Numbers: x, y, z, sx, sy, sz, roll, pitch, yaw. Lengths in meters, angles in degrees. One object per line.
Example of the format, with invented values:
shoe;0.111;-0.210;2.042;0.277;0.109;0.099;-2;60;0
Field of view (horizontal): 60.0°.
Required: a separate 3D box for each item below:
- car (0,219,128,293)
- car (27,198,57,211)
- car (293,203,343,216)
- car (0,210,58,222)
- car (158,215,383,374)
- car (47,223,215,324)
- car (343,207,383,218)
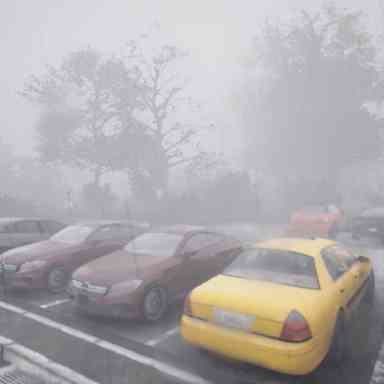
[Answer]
car;-2.733;1.526;9.058;2.002;1.452;4.674;0;0;36
car;-16.396;1.704;34.661;2.185;1.767;4.553;0;0;36
car;6.861;1.339;17.609;2.185;1.767;4.553;-1;0;36
car;-5.011;1.536;10.731;2.163;1.488;4.792;-1;0;36
car;1.960;1.441;5.904;1.946;1.575;5.366;-1;0;36
car;-0.440;1.505;7.407;2.002;1.452;4.674;-1;0;36
car;9.068;1.445;16.052;2.097;1.535;5.008;-1;0;36
